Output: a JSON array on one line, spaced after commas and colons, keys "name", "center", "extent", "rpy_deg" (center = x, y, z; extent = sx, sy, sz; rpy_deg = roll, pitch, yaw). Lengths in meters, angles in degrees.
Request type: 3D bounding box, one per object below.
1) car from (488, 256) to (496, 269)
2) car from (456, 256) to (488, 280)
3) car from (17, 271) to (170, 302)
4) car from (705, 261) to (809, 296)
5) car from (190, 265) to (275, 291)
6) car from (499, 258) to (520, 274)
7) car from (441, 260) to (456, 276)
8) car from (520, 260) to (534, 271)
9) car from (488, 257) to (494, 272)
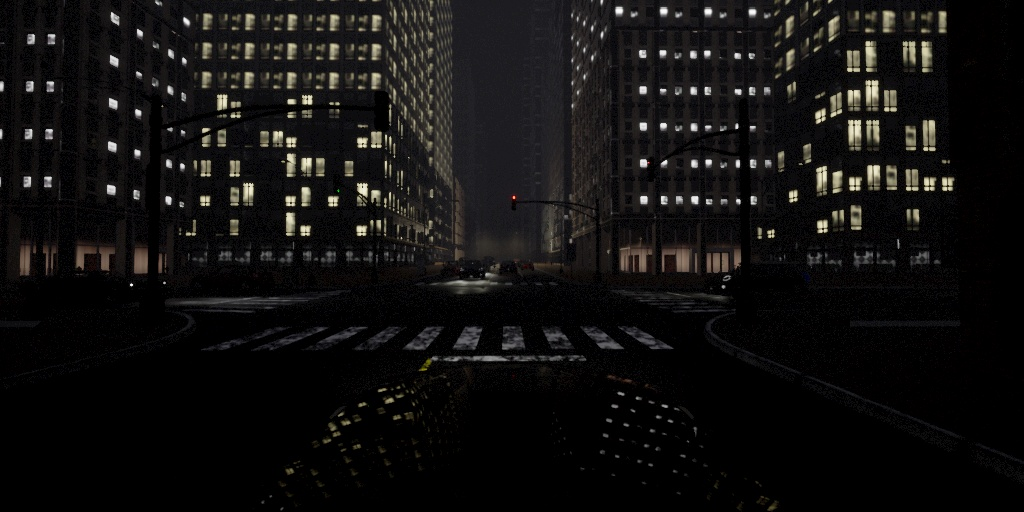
[{"name": "car", "center": [-3.848, 0.989, 59.467], "extent": [2.150, 2.045, 5.566], "rpy_deg": [0, 1, 0]}, {"name": "car", "center": [-3.446, 1.113, 31.745], "extent": [2.097, 1.767, 4.553], "rpy_deg": [0, 0, -2]}, {"name": "car", "center": [-18.066, 1.300, 15.692], "extent": [4.718, 1.301, 1.895], "rpy_deg": [0, -1, -1]}, {"name": "car", "center": [12.962, 1.166, 19.276], "extent": [4.553, 1.767, 2.097], "rpy_deg": [0, -1, 0]}, {"name": "car", "center": [-16.758, 1.255, 21.484], "extent": [4.097, 1.591, 1.967], "rpy_deg": [0, 0, -1]}, {"name": "car", "center": [-0.420, 1.242, 40.504], "extent": [1.882, 1.535, 5.008], "rpy_deg": [0, 0, -1]}, {"name": "car", "center": [-6.164, 1.203, 37.065], "extent": [1.967, 1.591, 4.097], "rpy_deg": [0, 0, -1]}, {"name": "car", "center": [2.065, 1.349, 48.388], "extent": [1.802, 1.307, 4.207], "rpy_deg": [0, 0, -1]}, {"name": "car", "center": [-3.674, 1.256, 44.798], "extent": [2.128, 1.511, 4.902], "rpy_deg": [0, 0, -1]}]
